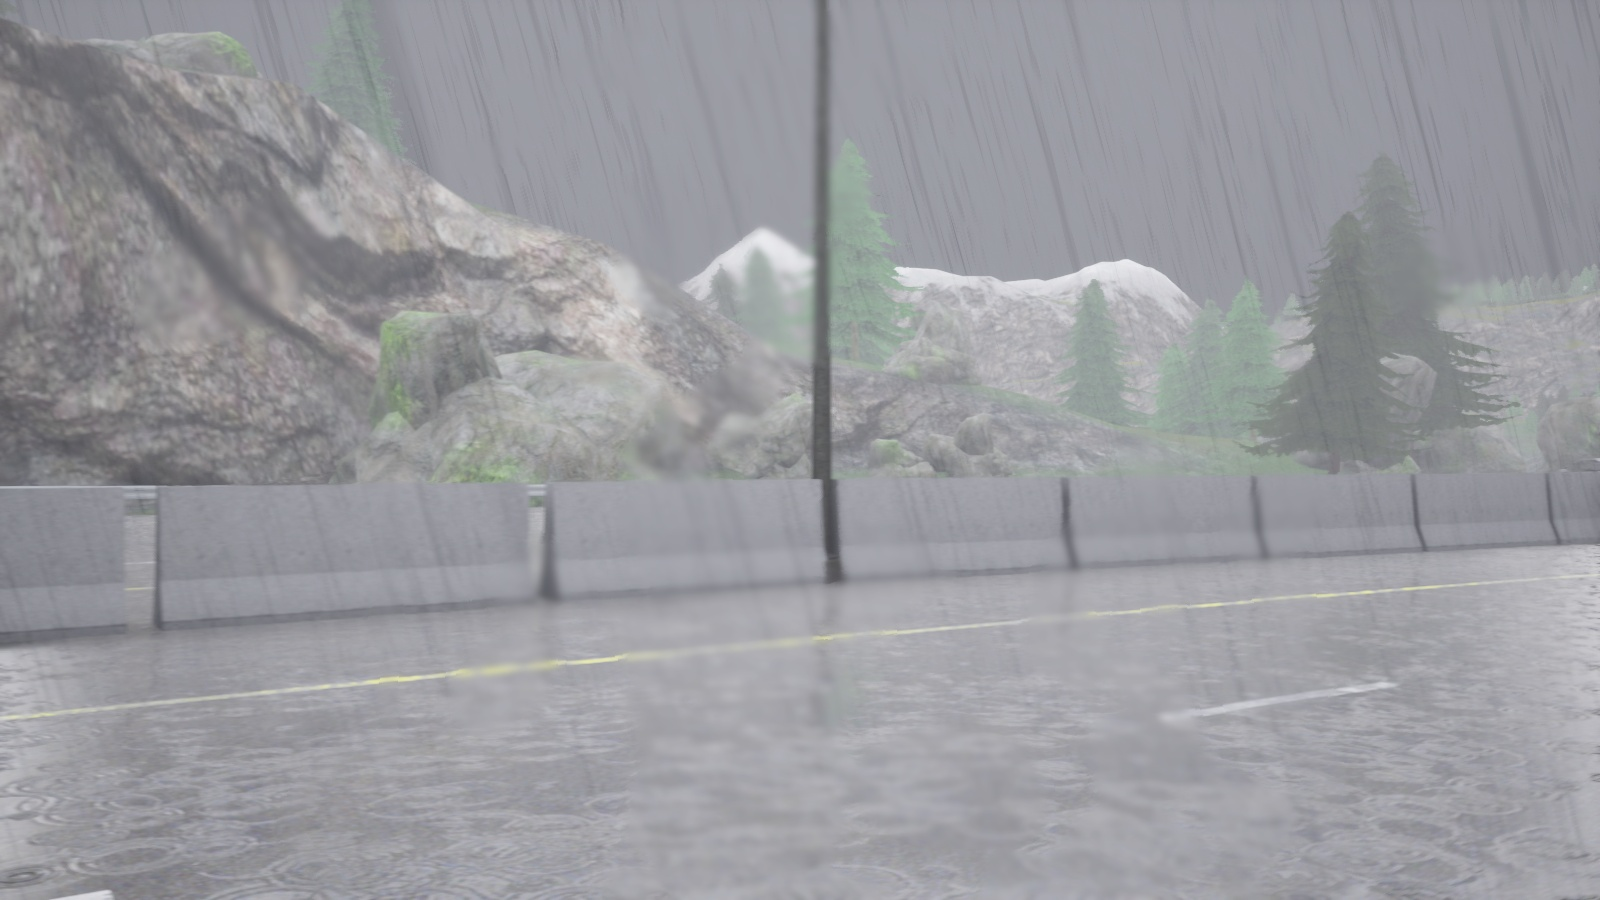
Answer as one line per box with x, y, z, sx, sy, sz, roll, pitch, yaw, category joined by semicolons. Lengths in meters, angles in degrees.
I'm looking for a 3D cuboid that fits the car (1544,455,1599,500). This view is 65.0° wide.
24.557;0.837;38.942;2.207;1.376;1.481;0;-1;-19;car
